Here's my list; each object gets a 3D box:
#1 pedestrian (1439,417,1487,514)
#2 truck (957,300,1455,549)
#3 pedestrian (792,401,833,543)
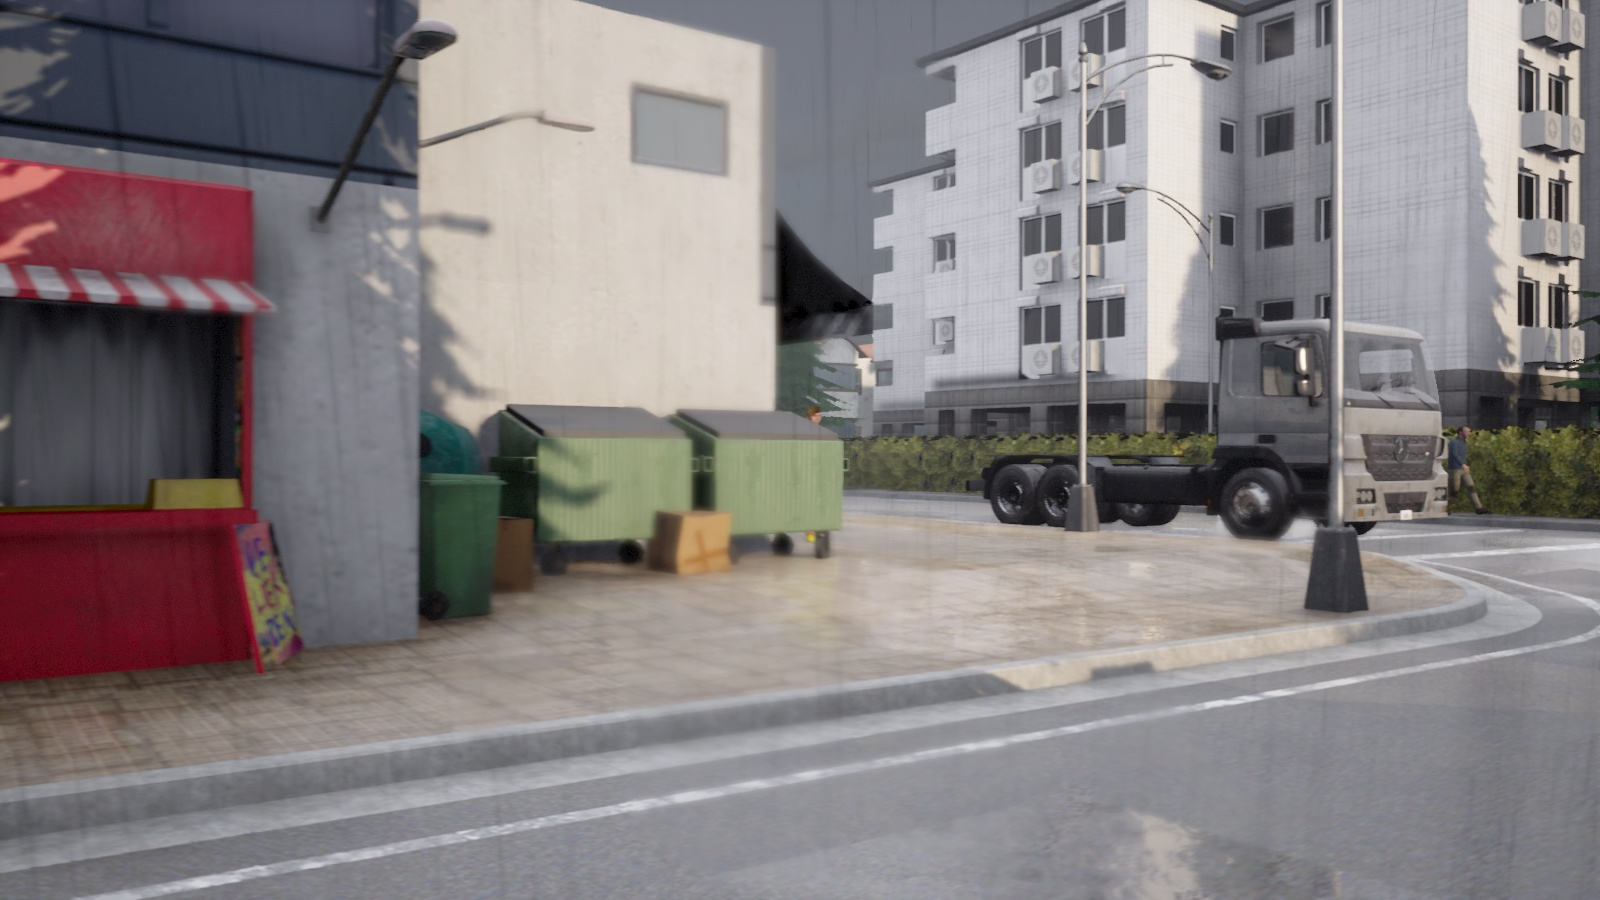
[{"bbox_3d":[12.872,0.297,24.399,0.402,1.842,0.726,0,0,-29],"label":"pedestrian"},{"bbox_3d":[6.491,-0.347,21.519,2.891,3.462,7.936,0,0,-36],"label":"truck"},{"bbox_3d":[0.164,0.289,16.613,0.345,1.836,0.594,0,0,-20],"label":"pedestrian"}]
